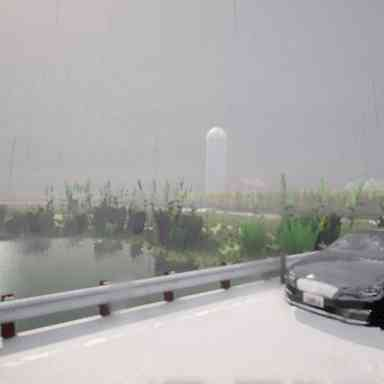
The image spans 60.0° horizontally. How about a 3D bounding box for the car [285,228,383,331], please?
[{"bbox_3d":[3.967,1.537,6.862,4.902,1.511,2.128,1,-1,-36],"label":"car"}]
